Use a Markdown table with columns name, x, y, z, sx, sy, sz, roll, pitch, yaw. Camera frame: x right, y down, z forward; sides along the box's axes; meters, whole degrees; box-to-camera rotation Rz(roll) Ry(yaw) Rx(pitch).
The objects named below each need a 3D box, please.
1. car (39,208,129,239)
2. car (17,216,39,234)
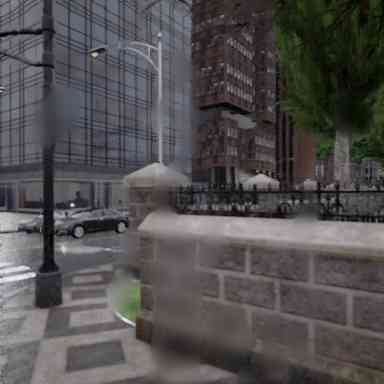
| name | x | y | z | sx | sy | sz | roll | pitch | yaw |
| --- | --- | --- | --- | --- | --- | --- | --- | --- | --- |
| car | -5.659 | 1.682 | 18.804 | 1.837 | 1.490 | 4.892 | 0 | -1 | 36 |
| car | -8.098 | 1.742 | 19.977 | 2.008 | 1.369 | 4.403 | -1 | -1 | 36 |
